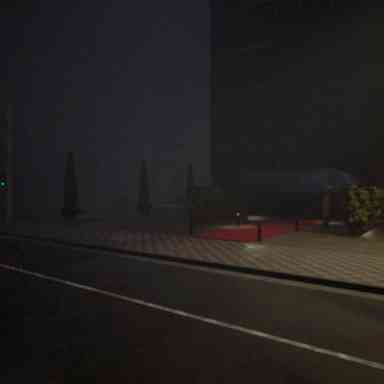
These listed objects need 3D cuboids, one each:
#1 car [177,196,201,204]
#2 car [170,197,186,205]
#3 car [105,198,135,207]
[{"bbox_3d":[-0.510,1.477,65.715,2.128,1.511,4.902,0,0,36],"label":"car"},{"bbox_3d":[-1.754,1.554,58.127,1.895,1.301,4.718,0,0,36],"label":"car"},{"bbox_3d":[-11.055,1.549,51.288,1.895,1.301,4.718,0,0,36],"label":"car"}]
